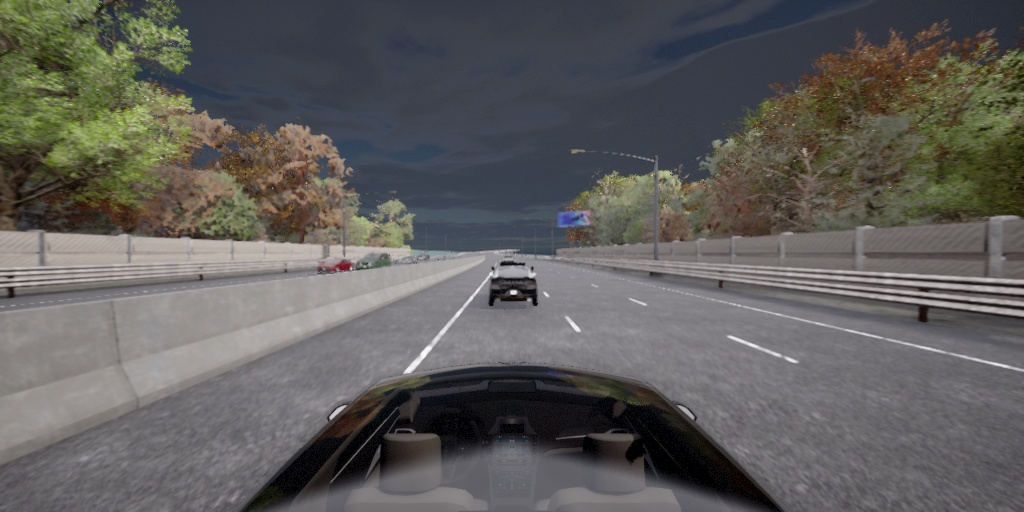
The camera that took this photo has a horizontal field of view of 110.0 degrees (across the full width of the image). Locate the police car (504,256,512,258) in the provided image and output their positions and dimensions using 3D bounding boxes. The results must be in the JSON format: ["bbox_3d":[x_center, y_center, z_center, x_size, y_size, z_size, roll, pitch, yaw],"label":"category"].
[{"bbox_3d":[-0.493,0.833,46.297,1.930,1.638,5.238,0,0,-1],"label":"police car"}]

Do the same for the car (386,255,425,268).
[{"bbox_3d":[-10.959,0.976,37.342,2.128,1.511,4.902,0,1,-1],"label":"car"}]

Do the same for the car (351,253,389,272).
[{"bbox_3d":[-14.472,0.705,37.910,2.150,2.045,5.566,0,0,-1],"label":"car"}]

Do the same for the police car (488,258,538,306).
[{"bbox_3d":[0.035,1.071,15.371,1.930,1.638,5.238,0,0,0],"label":"police car"}]

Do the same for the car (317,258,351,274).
[{"bbox_3d":[-17.946,0.973,36.647,1.882,1.535,5.008,0,1,-1],"label":"car"}]
